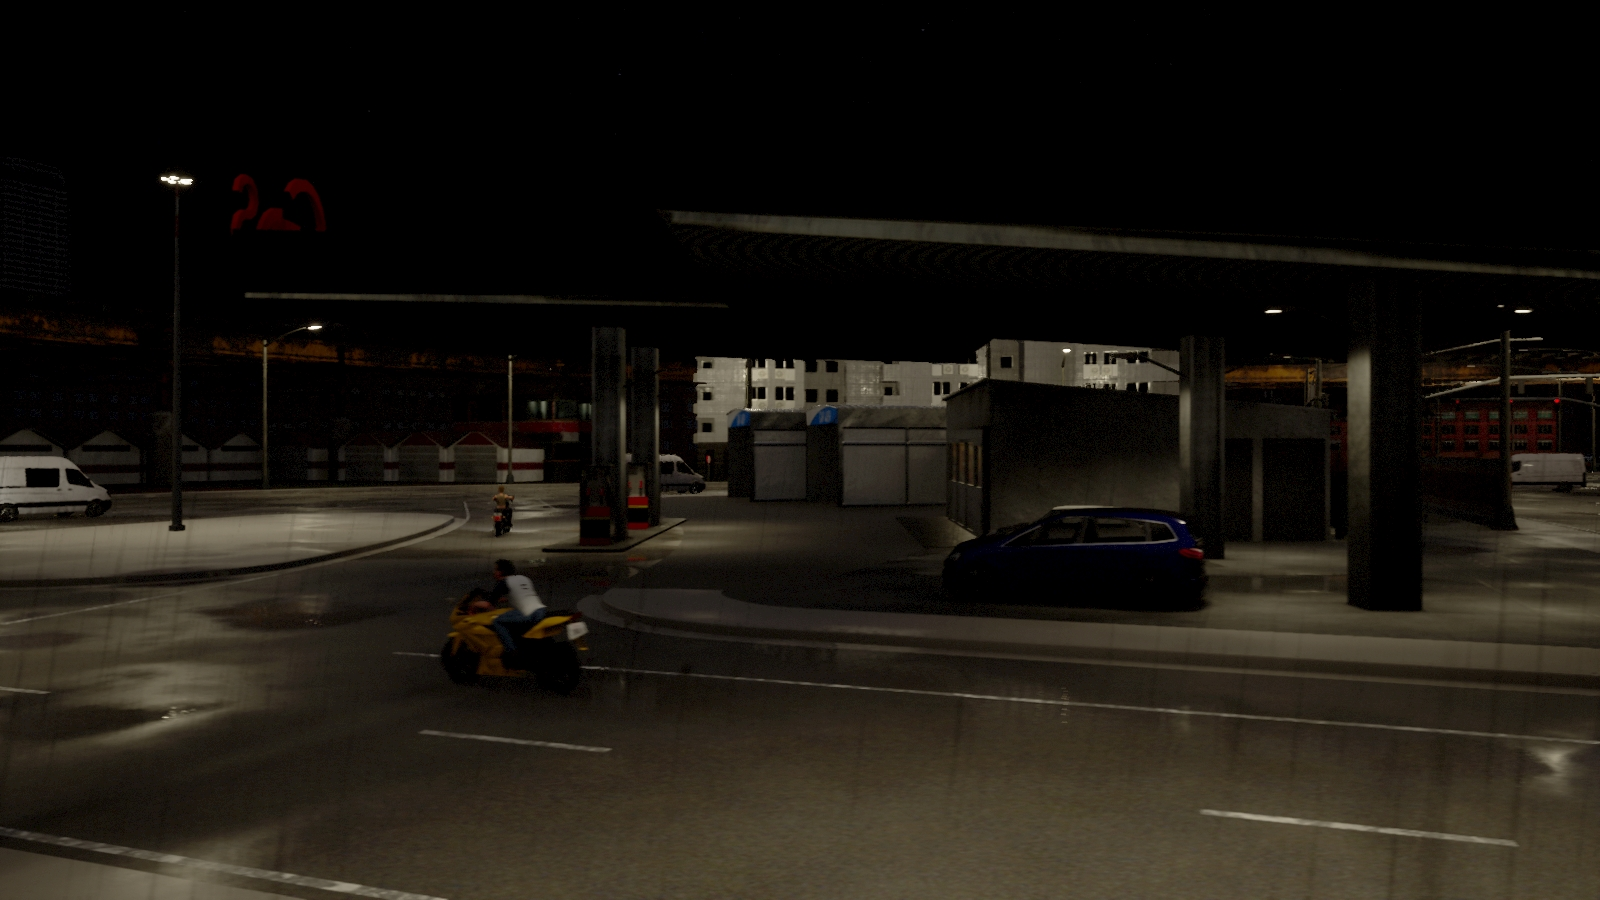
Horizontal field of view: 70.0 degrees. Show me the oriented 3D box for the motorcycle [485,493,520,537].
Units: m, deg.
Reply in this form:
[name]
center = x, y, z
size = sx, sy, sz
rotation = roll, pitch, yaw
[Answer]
[motorcycle]
center = -9.867, 2.138, 37.975
size = 0.764, 1.332, 2.356
rotation = 0, 0, -6
